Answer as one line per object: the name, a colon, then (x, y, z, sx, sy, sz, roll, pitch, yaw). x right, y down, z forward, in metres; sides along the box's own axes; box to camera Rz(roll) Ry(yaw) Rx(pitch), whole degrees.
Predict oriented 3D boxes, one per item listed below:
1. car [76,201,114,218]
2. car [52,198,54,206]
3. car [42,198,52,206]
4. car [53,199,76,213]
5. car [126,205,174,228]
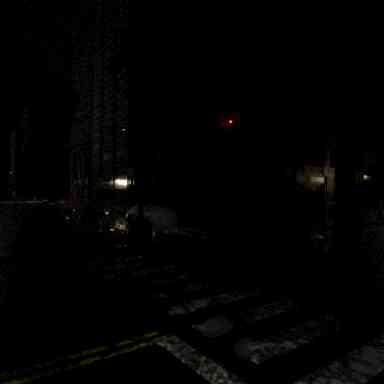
car: (-9.098, 1.658, 32.006, 2.128, 1.511, 4.902, 1, -1, -35)
car: (-20.878, 1.843, 54.127, 1.812, 1.442, 4.674, 1, -1, -35)
car: (-26.676, 1.856, 62.298, 2.128, 1.511, 4.902, 1, -1, -36)
car: (-14.849, 1.812, 40.109, 1.895, 1.301, 4.718, 1, -1, -35)
car: (-3.073, 1.645, 23.535, 1.812, 1.442, 4.674, 1, -1, -36)
